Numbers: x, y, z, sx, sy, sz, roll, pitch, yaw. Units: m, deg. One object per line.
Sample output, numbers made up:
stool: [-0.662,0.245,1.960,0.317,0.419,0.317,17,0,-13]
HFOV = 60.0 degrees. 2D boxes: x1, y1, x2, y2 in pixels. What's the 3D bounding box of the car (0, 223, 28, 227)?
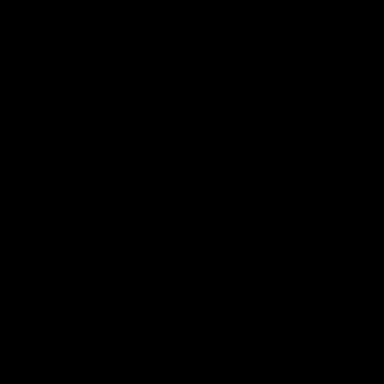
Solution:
car: [-20.497,4.595,34.715,5.566,2.045,2.435,1,1,17]
